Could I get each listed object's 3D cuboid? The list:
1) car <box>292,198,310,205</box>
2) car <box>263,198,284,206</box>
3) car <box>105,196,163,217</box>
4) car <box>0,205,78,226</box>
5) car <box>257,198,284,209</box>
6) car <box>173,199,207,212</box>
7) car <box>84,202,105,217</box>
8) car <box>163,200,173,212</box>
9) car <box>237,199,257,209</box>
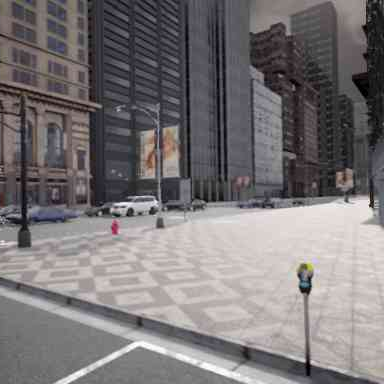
[{"bbox_3d":[19.193,1.660,58.573,1.895,1.301,4.718,-1,-1,35],"label":"car"},{"bbox_3d":[14.061,1.731,57.129,1.895,1.301,4.718,-1,-1,35],"label":"car"},{"bbox_3d":[-5.913,1.474,34.821,2.150,2.045,5.566,-1,-1,35],"label":"car"},{"bbox_3d":[-11.808,1.825,26.514,2.033,1.411,5.357,-1,-1,35],"label":"car"},{"bbox_3d":[11.704,1.579,48.037,1.837,1.490,4.892,-1,-1,36],"label":"car"},{"bbox_3d":[0.087,1.733,43.232,1.837,1.490,4.892,-1,-1,35],"label":"car"},{"bbox_3d":[-9.267,1.826,35.698,1.837,1.490,4.892,-1,-1,35],"label":"car"},{"bbox_3d":[-3.240,1.801,44.163,1.837,1.490,4.892,-1,-1,36],"label":"car"},{"bbox_3d":[8.535,1.689,49.256,2.033,1.411,5.357,-1,-1,36],"label":"car"}]
